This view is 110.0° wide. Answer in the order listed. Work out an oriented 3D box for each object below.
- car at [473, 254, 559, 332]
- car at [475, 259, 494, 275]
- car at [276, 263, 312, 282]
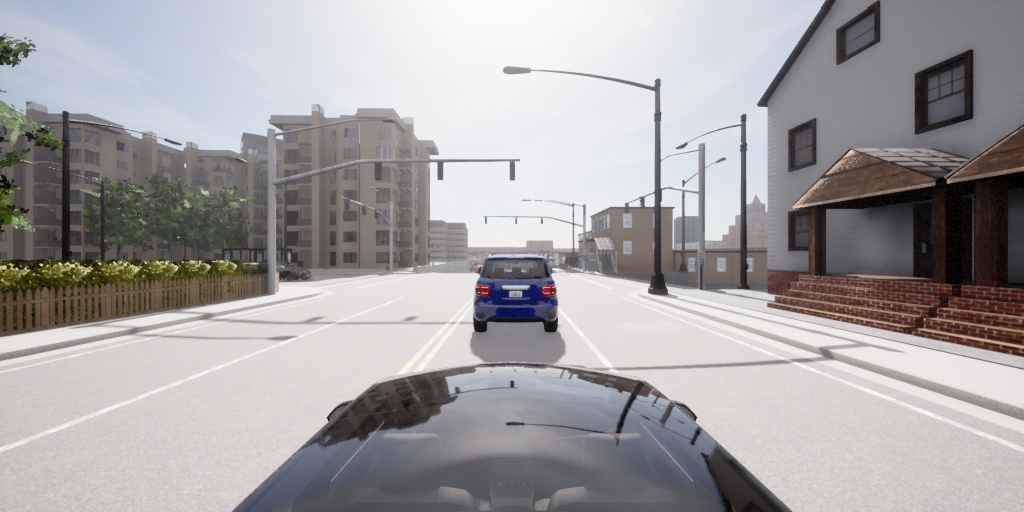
[{"bbox_3d":[0.102,0.971,10.959,2.150,2.045,5.566,0,0,0],"label":"car"},{"bbox_3d":[-3.552,1.506,46.980,2.097,1.767,4.553,1,-5,0],"label":"car"},{"bbox_3d":[-18.286,1.275,28.130,4.674,1.442,1.812,0,0,1],"label":"car"}]
